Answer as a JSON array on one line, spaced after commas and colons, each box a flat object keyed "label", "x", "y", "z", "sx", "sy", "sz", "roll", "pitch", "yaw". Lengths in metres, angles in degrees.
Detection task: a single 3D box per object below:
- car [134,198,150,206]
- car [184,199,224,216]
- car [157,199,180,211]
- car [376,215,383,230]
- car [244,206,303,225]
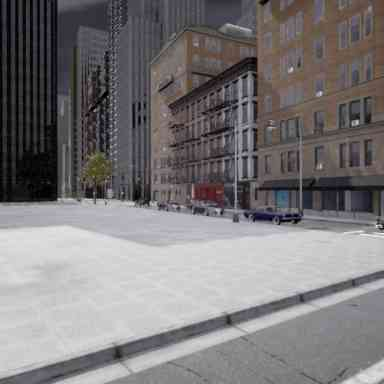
[{"label": "car", "x": -9.293, "y": 1.850, "z": 61.913, "sx": 1.837, "sy": 1.490, "sz": 4.892, "roll": 0, "pitch": 0, "yaw": -27}, {"label": "car", "x": 1.455, "y": 1.656, "z": 34.074, "sx": 2.128, "sy": 1.511, "sz": 4.902, "roll": 0, "pitch": 0, "yaw": -26}, {"label": "car", "x": -3.097, "y": 1.717, "z": 43.317, "sx": 2.128, "sy": 1.511, "sz": 4.902, "roll": 0, "pitch": 0, "yaw": -26}, {"label": "car", "x": 12.904, "y": 1.560, "z": 18.285, "sx": 4.892, "sy": 1.490, "sz": 1.837, "roll": 0, "pitch": 4, "yaw": 31}, {"label": "car", "x": 5.974, "y": 1.709, "z": 24.934, "sx": 1.895, "sy": 1.301, "sz": 4.718, "roll": 0, "pitch": 0, "yaw": -26}]
